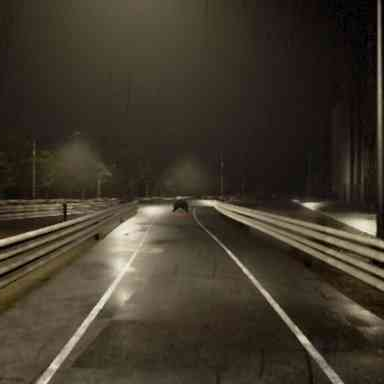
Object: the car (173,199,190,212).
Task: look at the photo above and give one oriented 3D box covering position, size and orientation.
[{"bbox_3d":[-1.344,1.678,41.910,1.837,1.490,4.892,0,0,1],"label":"car"}]
